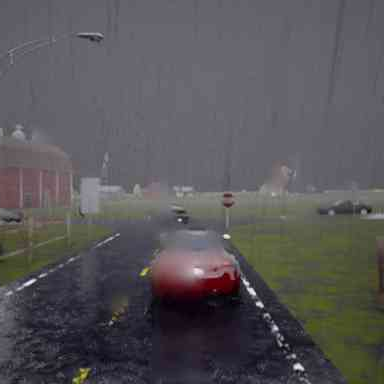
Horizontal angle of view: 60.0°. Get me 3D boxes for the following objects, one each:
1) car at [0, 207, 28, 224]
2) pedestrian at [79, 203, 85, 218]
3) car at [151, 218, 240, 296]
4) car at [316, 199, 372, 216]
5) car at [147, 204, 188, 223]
[{"bbox_3d":[-17.019,1.992,28.701,5.357,1.411,2.033,-1,-1,5],"label":"car"},{"bbox_3d":[-11.215,1.726,34.150,0.375,1.860,0.375,0,0,4],"label":"pedestrian"},{"bbox_3d":[0.091,1.627,8.877,1.994,1.385,4.181,0,0,1],"label":"car"},{"bbox_3d":[14.197,1.447,31.220,5.008,1.535,1.882,-1,-1,-4],"label":"car"},{"bbox_3d":[-1.896,1.692,25.367,1.837,1.490,4.892,1,-1,-25],"label":"car"}]
